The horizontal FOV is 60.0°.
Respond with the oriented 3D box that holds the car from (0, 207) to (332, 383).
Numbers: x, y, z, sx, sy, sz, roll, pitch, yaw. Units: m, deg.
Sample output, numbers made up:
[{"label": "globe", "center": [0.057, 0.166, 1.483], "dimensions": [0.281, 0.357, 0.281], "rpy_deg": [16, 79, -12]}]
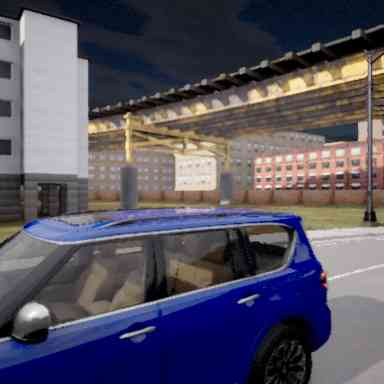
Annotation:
[{"label": "car", "center": [-0.903, 1.222, 3.321], "dimensions": [5.566, 2.045, 2.150], "rpy_deg": [0, 0, -35]}]
